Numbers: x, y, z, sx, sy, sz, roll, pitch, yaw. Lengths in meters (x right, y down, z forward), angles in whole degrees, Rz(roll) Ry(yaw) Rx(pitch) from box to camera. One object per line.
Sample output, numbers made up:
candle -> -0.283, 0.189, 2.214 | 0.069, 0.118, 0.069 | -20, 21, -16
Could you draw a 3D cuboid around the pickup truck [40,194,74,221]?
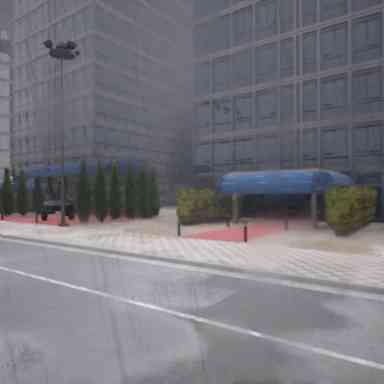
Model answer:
pickup truck -> -11.460, 1.216, 28.146 | 2.390, 2.098, 6.274 | 0, 0, -24
